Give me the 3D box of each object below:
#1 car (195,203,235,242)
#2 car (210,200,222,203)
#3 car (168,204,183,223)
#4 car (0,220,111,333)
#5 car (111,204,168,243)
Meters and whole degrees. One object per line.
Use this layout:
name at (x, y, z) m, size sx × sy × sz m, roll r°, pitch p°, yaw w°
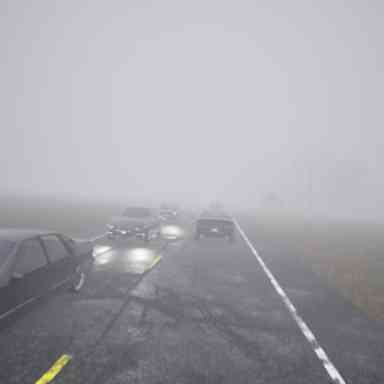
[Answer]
car at (1.235, 1.614, 17.706) m, size 1.882 × 1.535 × 5.008 m, roll 3°, pitch 0°, yaw 4°
car at (3.314, 1.851, 45.313) m, size 2.128 × 1.511 × 4.902 m, roll 3°, pitch 0°, yaw 4°
car at (-1.819, 1.610, 26.278) m, size 1.895 × 1.301 × 4.718 m, roll 3°, pitch 0°, yaw 4°
car at (-3.364, 1.393, 5.835) m, size 2.033 × 1.411 × 5.357 m, roll 3°, pitch 0°, yaw 4°
car at (-2.597, 1.431, 15.987) m, size 1.837 × 1.490 × 4.892 m, roll 3°, pitch 0°, yaw 4°
